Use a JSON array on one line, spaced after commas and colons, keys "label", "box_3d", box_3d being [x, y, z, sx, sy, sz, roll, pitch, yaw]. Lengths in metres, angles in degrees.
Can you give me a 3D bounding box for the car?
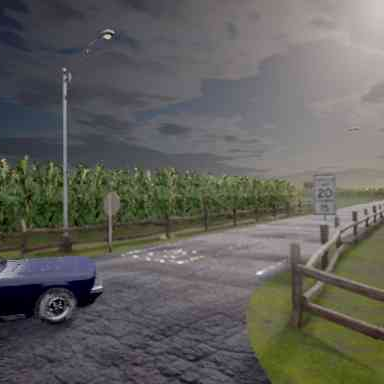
[{"label": "car", "box_3d": [-4.075, 1.670, 6.025, 4.718, 1.301, 1.895, 0, 0, -20]}]
